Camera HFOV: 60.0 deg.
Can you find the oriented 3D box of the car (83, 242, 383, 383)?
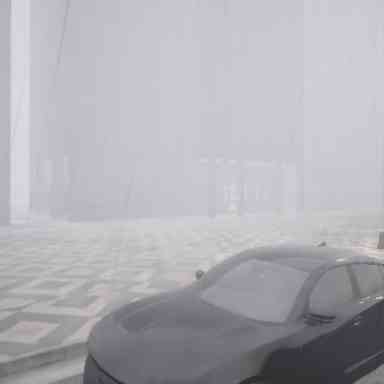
[{"bbox_3d":[1.206,1.481,4.261,5.008,1.535,1.882,0,0,-36],"label":"car"}]
